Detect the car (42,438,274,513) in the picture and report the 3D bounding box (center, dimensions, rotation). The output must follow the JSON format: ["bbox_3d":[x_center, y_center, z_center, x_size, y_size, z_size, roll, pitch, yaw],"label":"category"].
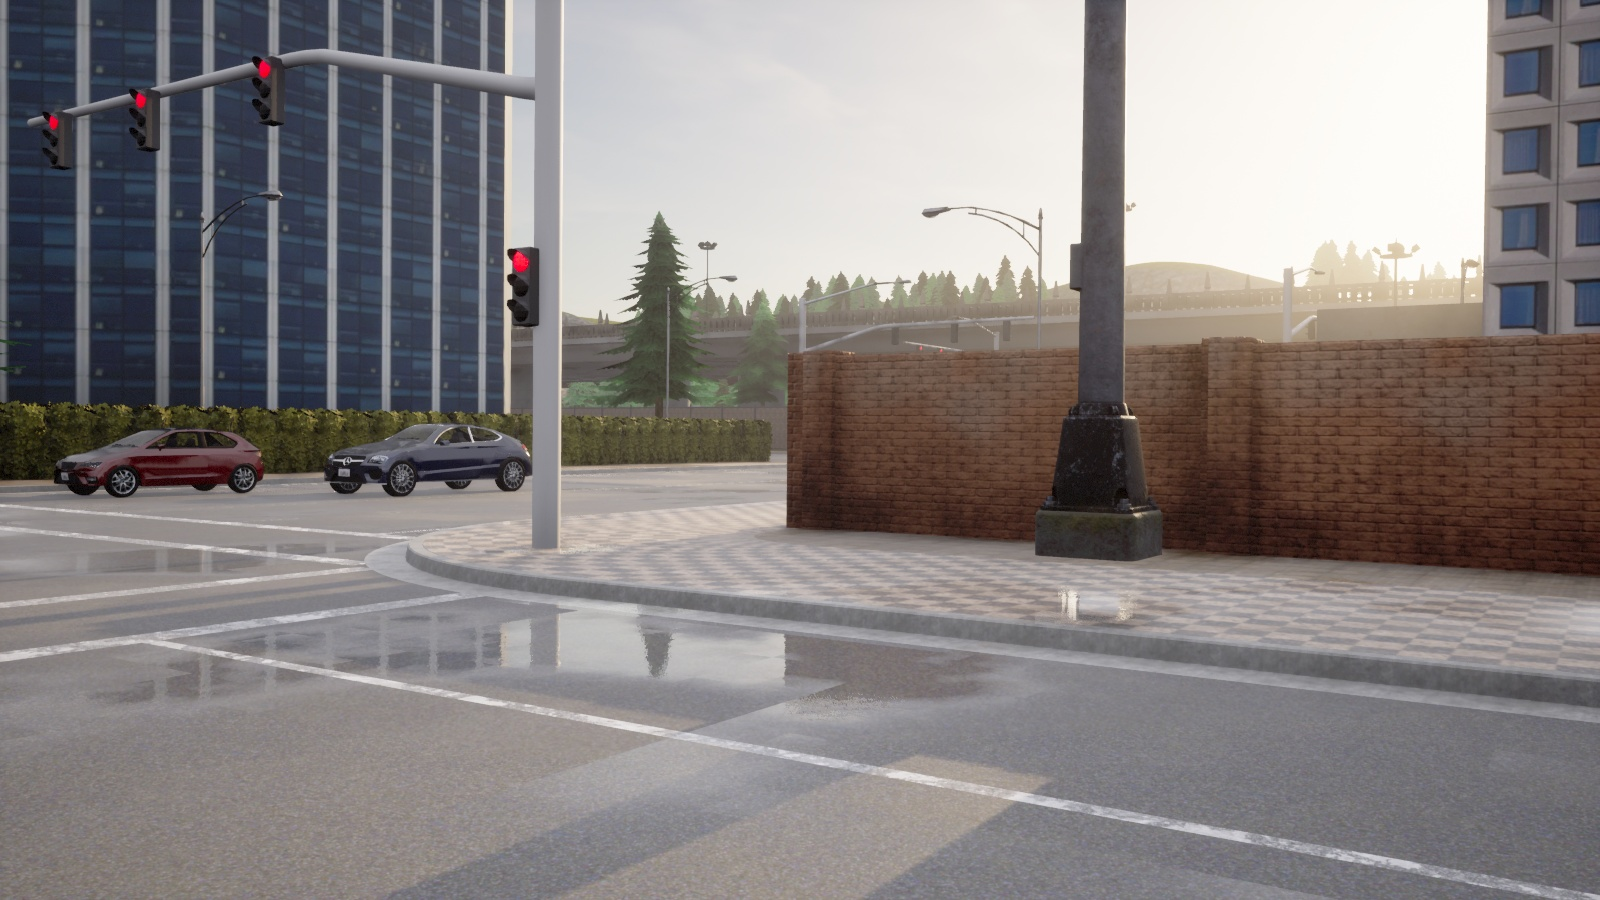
[{"bbox_3d":[-14.023,0.494,27.653,1.816,1.474,4.193,0,1,33],"label":"car"}]

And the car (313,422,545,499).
[{"bbox_3d":[-8.596,0.184,29.564,2.152,1.651,5.027,0,1,33],"label":"car"}]
